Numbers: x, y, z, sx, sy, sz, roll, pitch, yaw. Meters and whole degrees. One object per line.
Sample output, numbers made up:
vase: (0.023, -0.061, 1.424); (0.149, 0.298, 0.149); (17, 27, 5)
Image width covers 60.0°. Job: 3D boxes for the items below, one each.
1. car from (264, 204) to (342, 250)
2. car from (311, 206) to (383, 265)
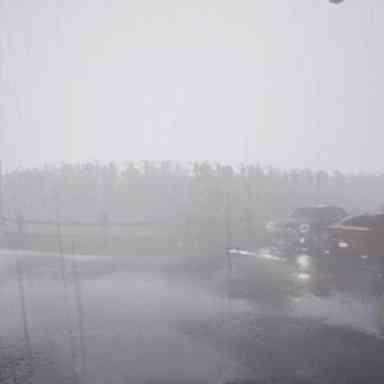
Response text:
car: (5.110, 1.357, 14.298); (4.553, 1.767, 2.097); (0, 0, -41)
car: (6.503, 1.459, 11.697); (5.008, 1.535, 1.882); (0, 0, -39)
